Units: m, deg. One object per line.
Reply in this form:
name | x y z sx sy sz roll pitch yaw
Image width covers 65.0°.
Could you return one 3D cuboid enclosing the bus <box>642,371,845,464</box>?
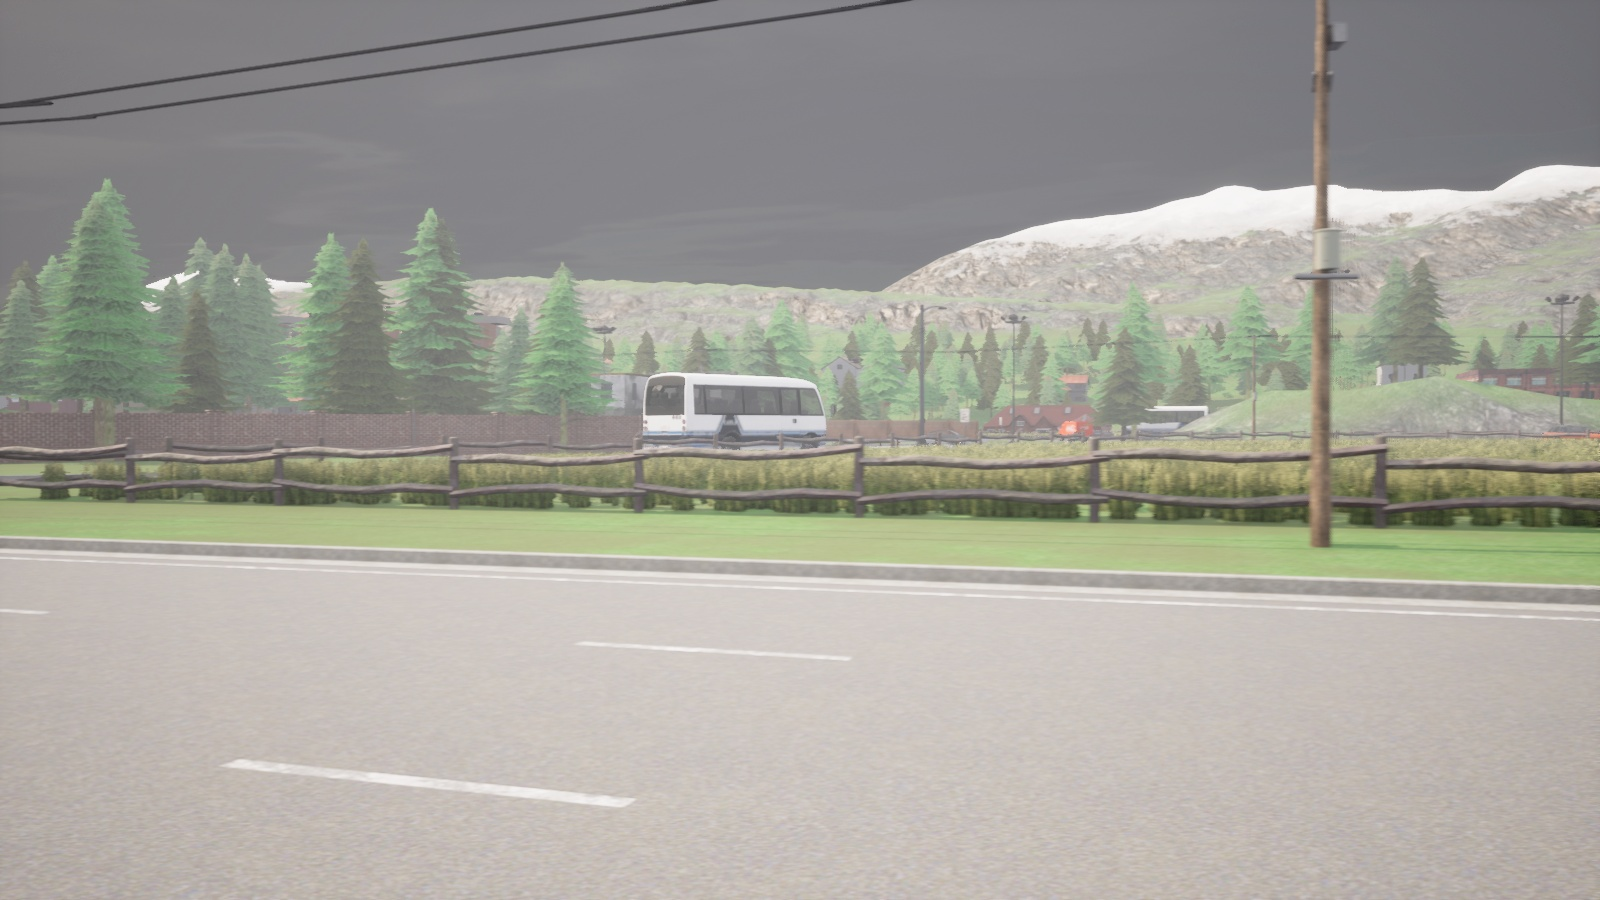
bus | -2.623 -1.560 62.470 3.944 4.253 10.273 1 1 42
